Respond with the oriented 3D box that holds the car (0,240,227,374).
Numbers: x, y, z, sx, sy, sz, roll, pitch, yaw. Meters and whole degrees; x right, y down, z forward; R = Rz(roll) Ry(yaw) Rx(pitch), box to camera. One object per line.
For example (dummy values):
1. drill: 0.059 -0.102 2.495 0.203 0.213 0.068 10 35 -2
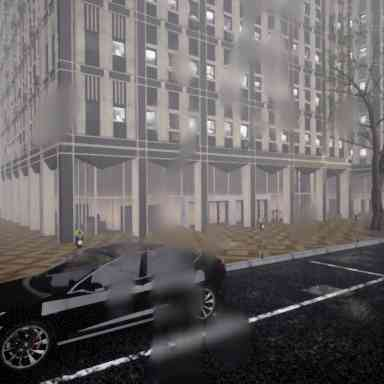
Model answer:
1. car: -1.332 1.565 5.615 4.313 1.339 1.947 0 -1 -35
